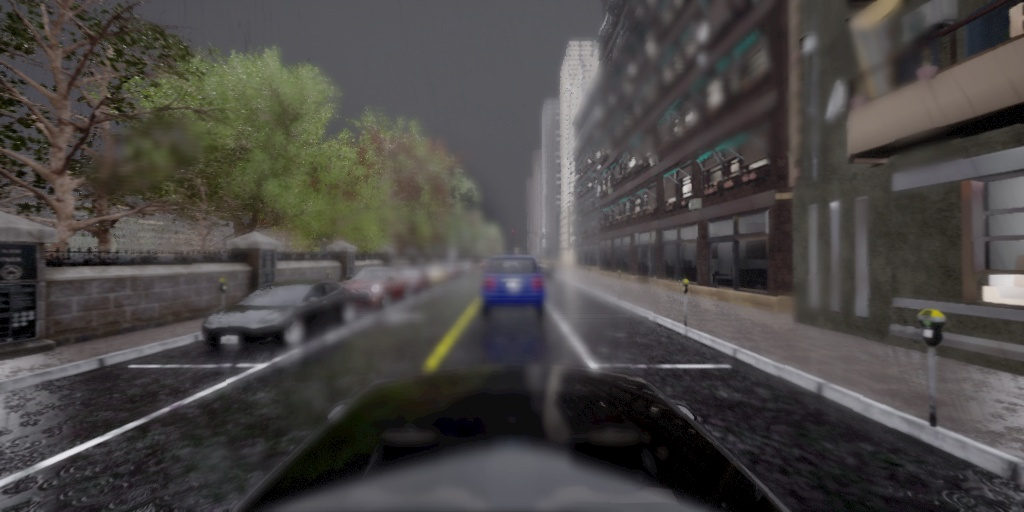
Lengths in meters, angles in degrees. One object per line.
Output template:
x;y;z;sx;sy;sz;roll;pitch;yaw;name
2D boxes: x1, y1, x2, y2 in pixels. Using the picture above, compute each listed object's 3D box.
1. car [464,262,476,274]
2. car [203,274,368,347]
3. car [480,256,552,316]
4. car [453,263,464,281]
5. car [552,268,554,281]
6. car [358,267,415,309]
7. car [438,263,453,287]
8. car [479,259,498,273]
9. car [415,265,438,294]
-5.776;1.452;42.660;2.007;1.370;4.403;0;0;0;car
-5.693;1.343;9.430;1.948;1.339;4.313;0;0;0;car
0.060;1.014;13.666;2.150;2.045;5.566;0;0;0;car
-5.697;1.299;31.585;1.967;1.591;4.097;0;0;0;car
2.683;1.409;31.589;2.007;1.370;4.403;0;0;0;car
-5.693;1.236;14.969;1.967;1.591;4.097;0;0;0;car
-5.696;1.363;25.876;1.751;1.417;4.829;0;0;0;car
-3.077;1.273;47.658;2.097;1.767;4.553;0;0;0;car
-5.694;1.399;20.508;1.802;1.307;4.207;0;0;0;car
